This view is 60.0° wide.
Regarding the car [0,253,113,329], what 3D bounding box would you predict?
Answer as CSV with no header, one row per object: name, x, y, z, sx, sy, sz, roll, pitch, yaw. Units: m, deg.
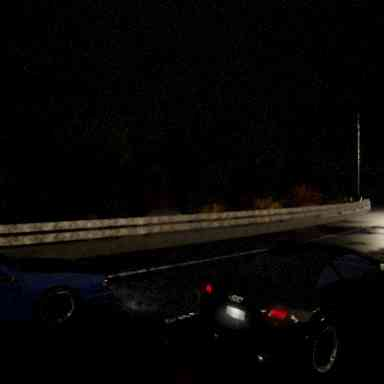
car,-4.062,1.548,5.216,5.357,1.411,2.033,0,0,-36

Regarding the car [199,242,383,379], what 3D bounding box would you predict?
car,2.166,1.561,5.588,4.181,1.385,1.994,0,0,-37
